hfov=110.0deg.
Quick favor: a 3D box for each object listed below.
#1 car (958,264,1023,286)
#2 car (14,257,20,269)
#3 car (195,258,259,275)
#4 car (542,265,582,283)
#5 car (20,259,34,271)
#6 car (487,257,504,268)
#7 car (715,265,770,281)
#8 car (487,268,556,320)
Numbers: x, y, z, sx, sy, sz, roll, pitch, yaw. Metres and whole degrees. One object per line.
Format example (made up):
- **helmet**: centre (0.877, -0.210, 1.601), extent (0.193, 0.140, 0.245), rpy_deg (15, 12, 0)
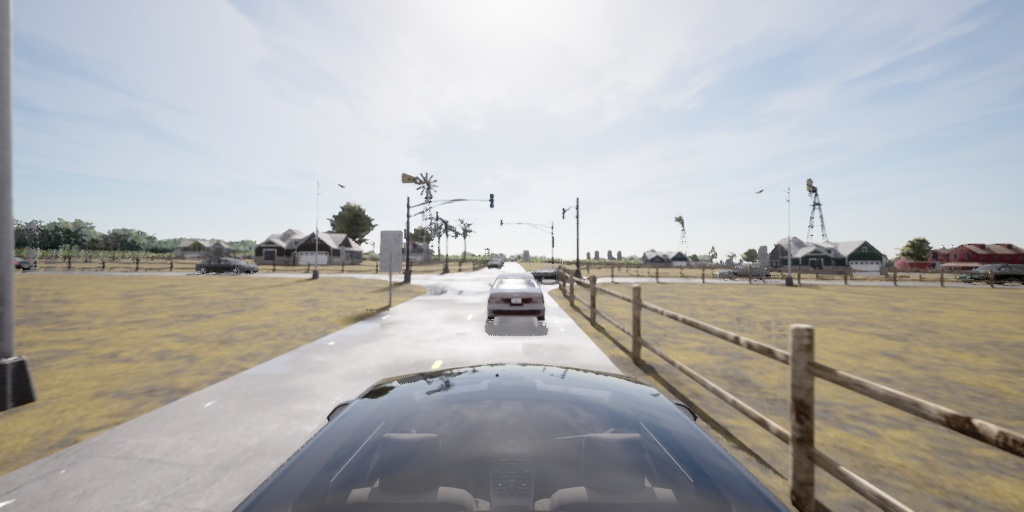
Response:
- **car**: centre (47.615, 1.818, 35.216), extent (5.566, 2.045, 2.150), rpy_deg (1, -2, 1)
- **car**: centre (-47.430, 0.733, 31.808), extent (4.674, 1.442, 1.812), rpy_deg (0, -2, 0)
- **car**: centre (-25.114, 0.928, 31.728), extent (4.892, 1.490, 1.837), rpy_deg (1, -2, 0)
- **car**: centre (3.654, 1.371, 28.213), extent (1.895, 1.301, 4.718), rpy_deg (-2, -2, 38)
- **car**: centre (-50.251, 0.807, 35.378), extent (4.674, 1.442, 1.812), rpy_deg (0, -2, 0)
- **car**: centre (-2.787, 1.217, 57.974), extent (2.097, 1.767, 4.553), rpy_deg (0, 0, 1)
- **car**: centre (22.632, 1.657, 35.318), extent (4.902, 1.511, 2.128), rpy_deg (1, -2, 0)
- **car**: centre (0.106, 1.300, 12.527), extent (2.033, 1.411, 5.357), rpy_deg (0, 0, 0)
